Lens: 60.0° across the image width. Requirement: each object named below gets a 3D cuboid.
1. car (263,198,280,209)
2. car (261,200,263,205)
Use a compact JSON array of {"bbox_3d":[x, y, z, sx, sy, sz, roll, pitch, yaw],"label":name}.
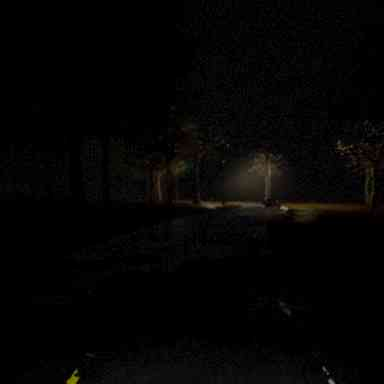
[{"bbox_3d":[11.775,1.686,48.298,1.994,1.385,4.181,1,0,16],"label":"car"},{"bbox_3d":[14.628,1.856,64.617,1.837,1.490,4.892,0,-1,2],"label":"car"}]
